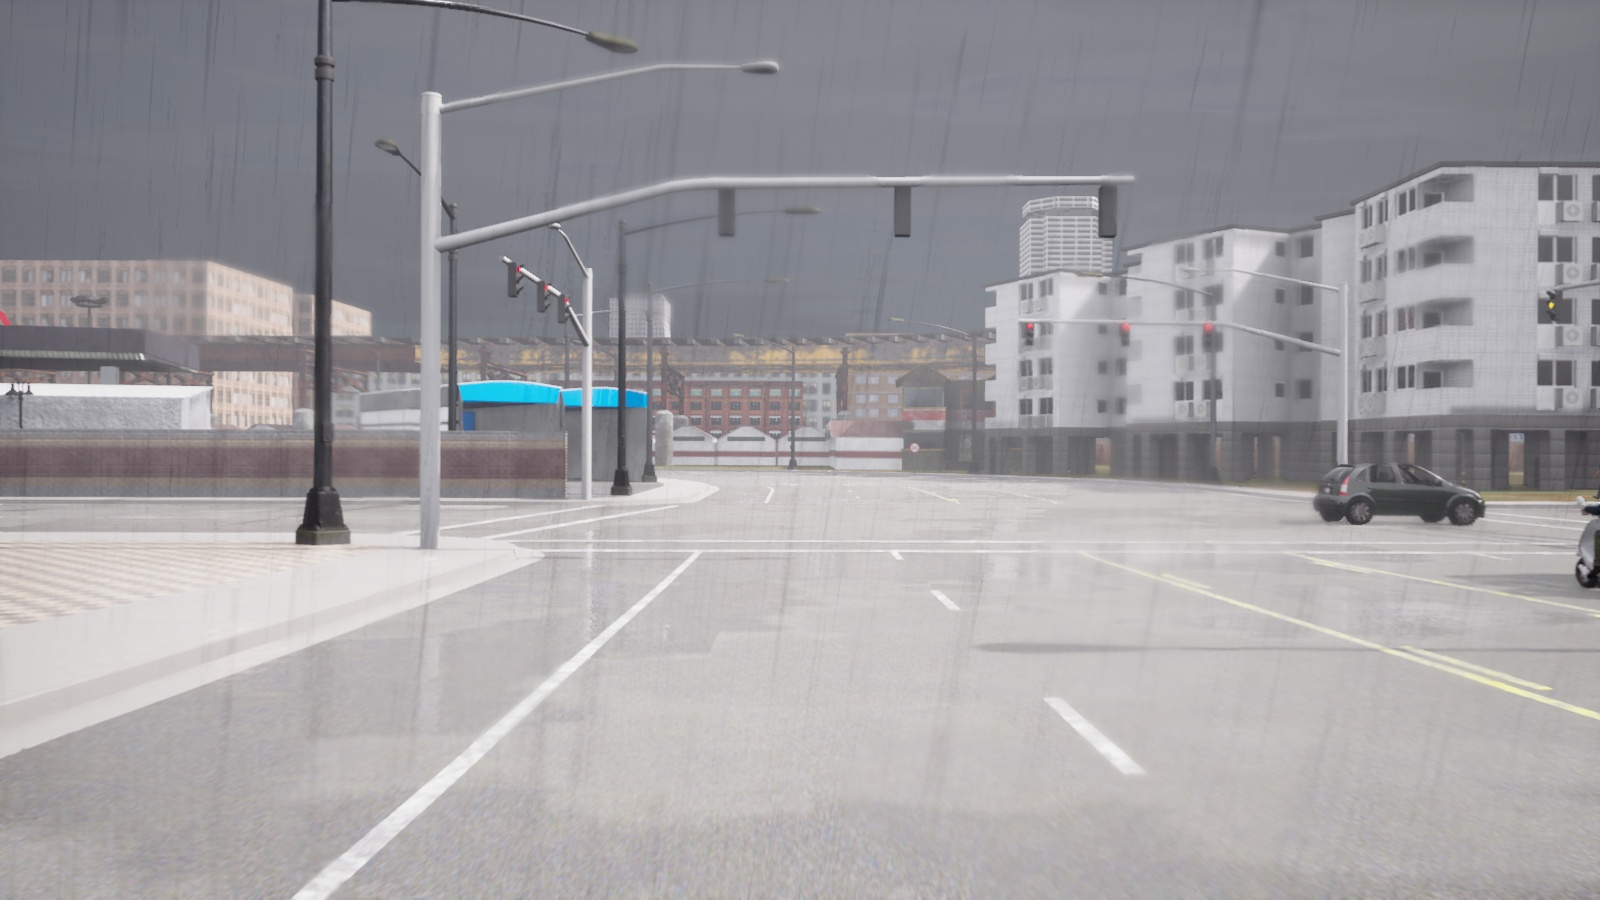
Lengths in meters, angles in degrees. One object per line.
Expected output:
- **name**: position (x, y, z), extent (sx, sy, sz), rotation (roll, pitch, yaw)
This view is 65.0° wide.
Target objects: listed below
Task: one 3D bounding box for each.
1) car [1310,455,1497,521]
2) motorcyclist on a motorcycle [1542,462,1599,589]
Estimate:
- **car**: position (15.697, 0.968, 32.809), extent (3.988, 1.617, 1.851), rotation (1, 0, -1)
- **motorcyclist on a motorcycle**: position (10.460, 0.954, 16.040), extent (0.866, 1.590, 1.817), rotation (0, -1, 0)
